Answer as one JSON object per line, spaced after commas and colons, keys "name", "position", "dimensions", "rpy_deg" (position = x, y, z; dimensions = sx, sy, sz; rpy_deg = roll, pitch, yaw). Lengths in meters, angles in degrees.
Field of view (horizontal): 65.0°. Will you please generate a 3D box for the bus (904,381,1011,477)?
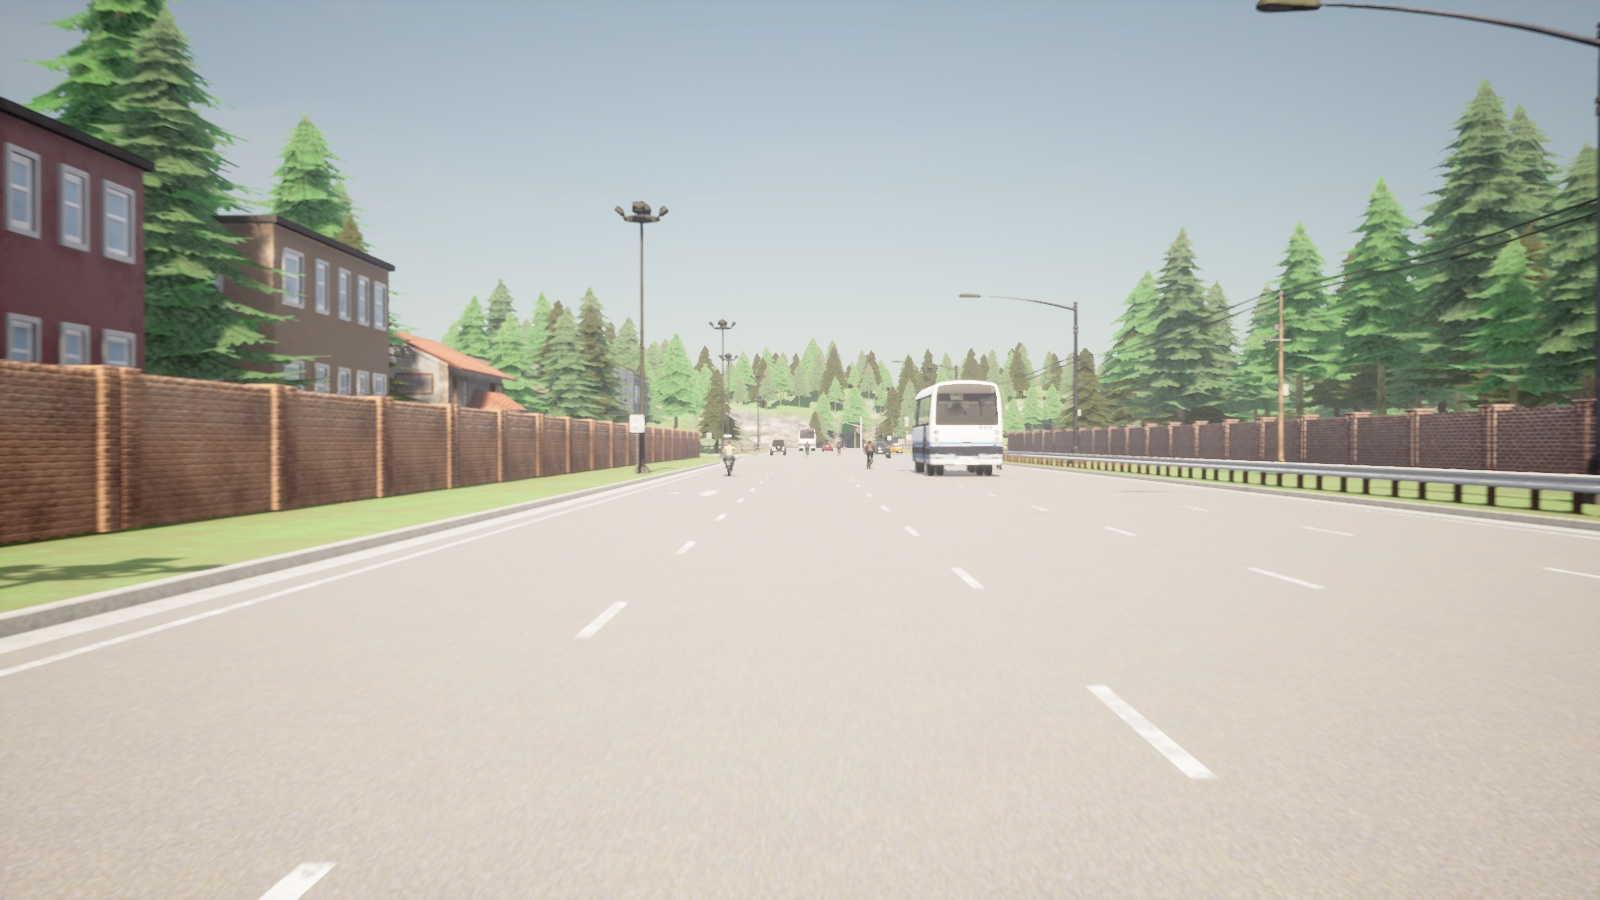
{"name": "bus", "position": [7.360, -0.961, 60.432], "dimensions": [3.944, 4.253, 10.273], "rpy_deg": [0, 0, 0]}
